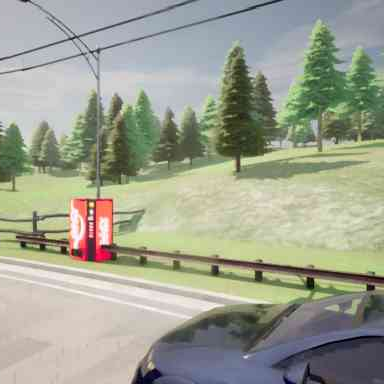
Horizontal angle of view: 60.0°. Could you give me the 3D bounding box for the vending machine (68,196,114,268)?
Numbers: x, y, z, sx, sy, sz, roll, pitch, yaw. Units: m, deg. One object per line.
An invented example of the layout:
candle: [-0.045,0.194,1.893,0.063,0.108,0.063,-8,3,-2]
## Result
vending machine: [-3.180,1.195,10.516,0.880,2.100,1.100,0,0,30]

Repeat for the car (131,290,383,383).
car: [1.497,1.564,2.637,4.181,1.385,1.994,0,0,34]
